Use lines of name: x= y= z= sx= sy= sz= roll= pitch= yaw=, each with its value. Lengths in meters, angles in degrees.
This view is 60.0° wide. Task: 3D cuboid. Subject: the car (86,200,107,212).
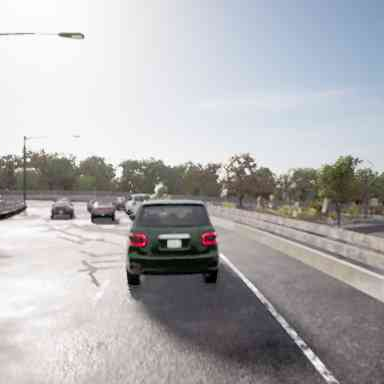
car: x=-11.645 y=1.667 z=40.354 sx=1.895 sy=1.301 sz=4.718 roll=0 pitch=0 yaw=-22

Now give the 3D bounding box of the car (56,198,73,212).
car: x=-16.121 y=1.585 z=41.951 sx=1.837 sy=1.490 sz=4.892 roll=0 pitch=0 yaw=-24

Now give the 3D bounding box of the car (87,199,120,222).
car: x=-7.323 y=1.536 z=27.403 sx=2.128 sy=1.511 sz=4.902 roll=0 pitch=0 yaw=-15

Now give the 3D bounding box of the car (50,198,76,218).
car: x=-11.978 y=1.584 z=30.916 sx=1.812 sy=1.442 sz=4.674 roll=0 pitch=0 yaw=-17

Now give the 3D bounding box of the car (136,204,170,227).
car: x=-2.928 y=1.630 z=23.936 sx=1.895 sy=1.301 sz=4.718 roll=0 pitch=0 yaw=-13

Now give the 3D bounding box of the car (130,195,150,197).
car: x=-5.273 y=1.265 z=32.935 sx=2.150 sy=2.045 sz=5.566 roll=0 pitch=0 yaw=-18

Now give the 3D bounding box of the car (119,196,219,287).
car: x=-0.641 y=1.225 z=9.649 sx=2.150 sy=2.045 sz=5.566 roll=0 pitch=-1 yaw=-6
